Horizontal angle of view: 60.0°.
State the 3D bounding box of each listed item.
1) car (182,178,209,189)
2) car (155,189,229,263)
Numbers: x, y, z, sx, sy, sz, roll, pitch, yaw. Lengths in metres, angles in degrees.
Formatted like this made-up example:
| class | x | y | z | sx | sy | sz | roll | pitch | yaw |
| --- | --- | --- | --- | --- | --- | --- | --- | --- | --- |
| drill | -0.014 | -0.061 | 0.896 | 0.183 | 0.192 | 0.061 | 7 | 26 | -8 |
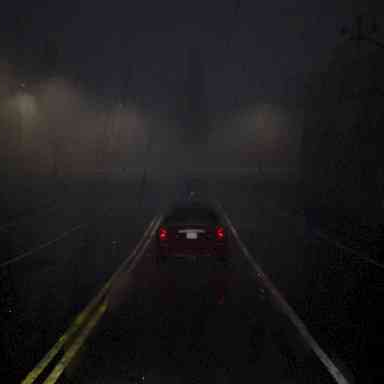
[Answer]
| class | x | y | z | sx | sy | sz | roll | pitch | yaw |
| --- | --- | --- | --- | --- | --- | --- | --- | --- | --- |
| car | 0.296 | -0.421 | 26.525 | 1.812 | 1.442 | 4.674 | 1 | 9 | 7 |
| car | 0.011 | 1.039 | 11.134 | 2.097 | 1.767 | 4.553 | -1 | 4 | 0 |
